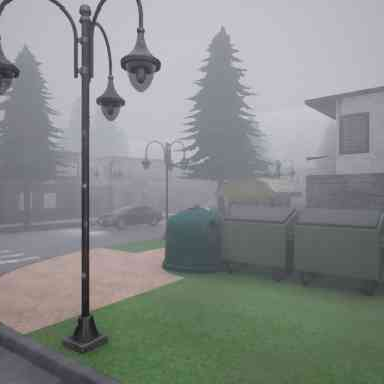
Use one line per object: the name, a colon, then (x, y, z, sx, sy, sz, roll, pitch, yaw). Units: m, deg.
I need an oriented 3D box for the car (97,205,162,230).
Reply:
car: (-4.212, 1.662, 22.943, 1.837, 1.490, 4.892, 0, 0, 40)

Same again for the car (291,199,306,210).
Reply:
car: (10.185, 1.509, 35.891, 4.553, 1.767, 2.097, 0, 0, -32)

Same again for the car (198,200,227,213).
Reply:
car: (2.133, 1.509, 29.601, 4.553, 1.767, 2.097, 0, 0, -42)
